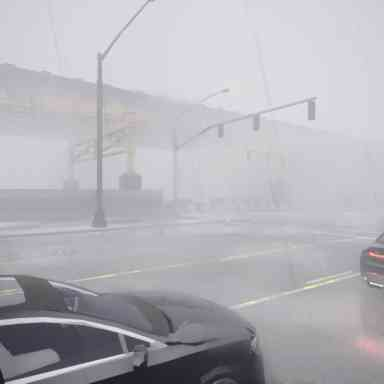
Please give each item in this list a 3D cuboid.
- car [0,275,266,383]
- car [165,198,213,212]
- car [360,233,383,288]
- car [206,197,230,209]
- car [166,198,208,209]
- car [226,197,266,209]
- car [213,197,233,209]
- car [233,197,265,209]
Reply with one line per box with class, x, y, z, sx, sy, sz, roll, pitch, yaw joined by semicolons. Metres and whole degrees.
car;-1.495;1.491;2.688;4.902;1.511;2.128;0;0;-35
car;-0.490;1.453;38.042;4.974;1.542;2.038;0;0;8
car;5.937;1.505;7.970;4.892;1.490;1.837;0;0;-35
car;3.279;1.295;40.765;1.853;1.218;4.536;0;0;18
car;-0.542;1.295;38.049;4.536;1.218;1.853;0;0;8
car;7.185;1.452;44.463;4.974;1.542;2.038;0;0;-7
car;3.263;1.453;40.715;2.038;1.542;4.974;0;0;18
car;7.133;1.295;44.457;4.536;1.218;1.853;0;0;-7
